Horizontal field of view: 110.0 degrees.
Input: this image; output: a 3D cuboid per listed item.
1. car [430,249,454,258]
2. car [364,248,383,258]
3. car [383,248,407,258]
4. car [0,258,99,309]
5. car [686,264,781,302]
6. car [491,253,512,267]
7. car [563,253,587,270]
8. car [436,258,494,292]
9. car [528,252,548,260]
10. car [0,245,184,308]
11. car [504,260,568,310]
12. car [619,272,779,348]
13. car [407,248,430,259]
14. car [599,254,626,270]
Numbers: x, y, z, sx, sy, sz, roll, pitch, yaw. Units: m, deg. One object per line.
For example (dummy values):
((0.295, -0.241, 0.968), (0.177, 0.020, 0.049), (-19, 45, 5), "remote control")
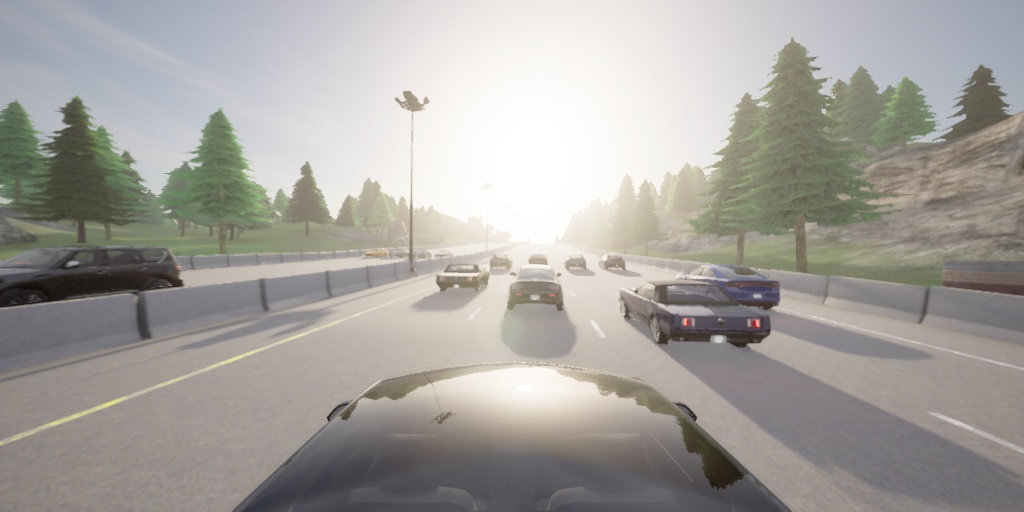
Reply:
((-10.200, -0.300, 53.956), (2.033, 1.411, 5.357), (1, 2, 5), "car")
((-20.666, -0.472, 54.754), (1.882, 1.535, 5.008), (1, 2, 5), "car")
((-17.162, -0.434, 54.716), (2.128, 1.511, 4.902), (1, 2, 5), "car")
((-17.037, 0.903, 11.387), (1.882, 1.535, 5.008), (1, 1, 4), "car")
((7.924, 1.051, 13.762), (1.882, 1.535, 5.008), (1, 2, 4), "car")
((-1.018, 0.420, 34.519), (2.128, 1.511, 4.902), (1, 2, 4), "car")
((5.989, 0.477, 34.339), (2.128, 1.511, 4.902), (1, 2, 4), "car")
((-2.285, 0.991, 18.023), (1.895, 1.301, 4.718), (1, 1, 4), "car")
((2.605, 0.384, 35.967), (1.882, 1.535, 5.008), (1, 2, 4), "car")
((-13.546, 0.681, 11.124), (2.150, 2.045, 5.566), (1, 1, 4), "car")
((0.878, 1.051, 13.370), (1.812, 1.442, 4.674), (1, 1, 4), "car")
((4.079, 1.248, 9.026), (1.895, 1.301, 4.718), (1, 1, 4), "car")
((-13.664, -0.405, 54.587), (2.128, 1.511, 4.902), (1, 2, 5), "car")
((9.487, 0.521, 34.191), (1.837, 1.490, 4.892), (1, 2, 4), "car")
